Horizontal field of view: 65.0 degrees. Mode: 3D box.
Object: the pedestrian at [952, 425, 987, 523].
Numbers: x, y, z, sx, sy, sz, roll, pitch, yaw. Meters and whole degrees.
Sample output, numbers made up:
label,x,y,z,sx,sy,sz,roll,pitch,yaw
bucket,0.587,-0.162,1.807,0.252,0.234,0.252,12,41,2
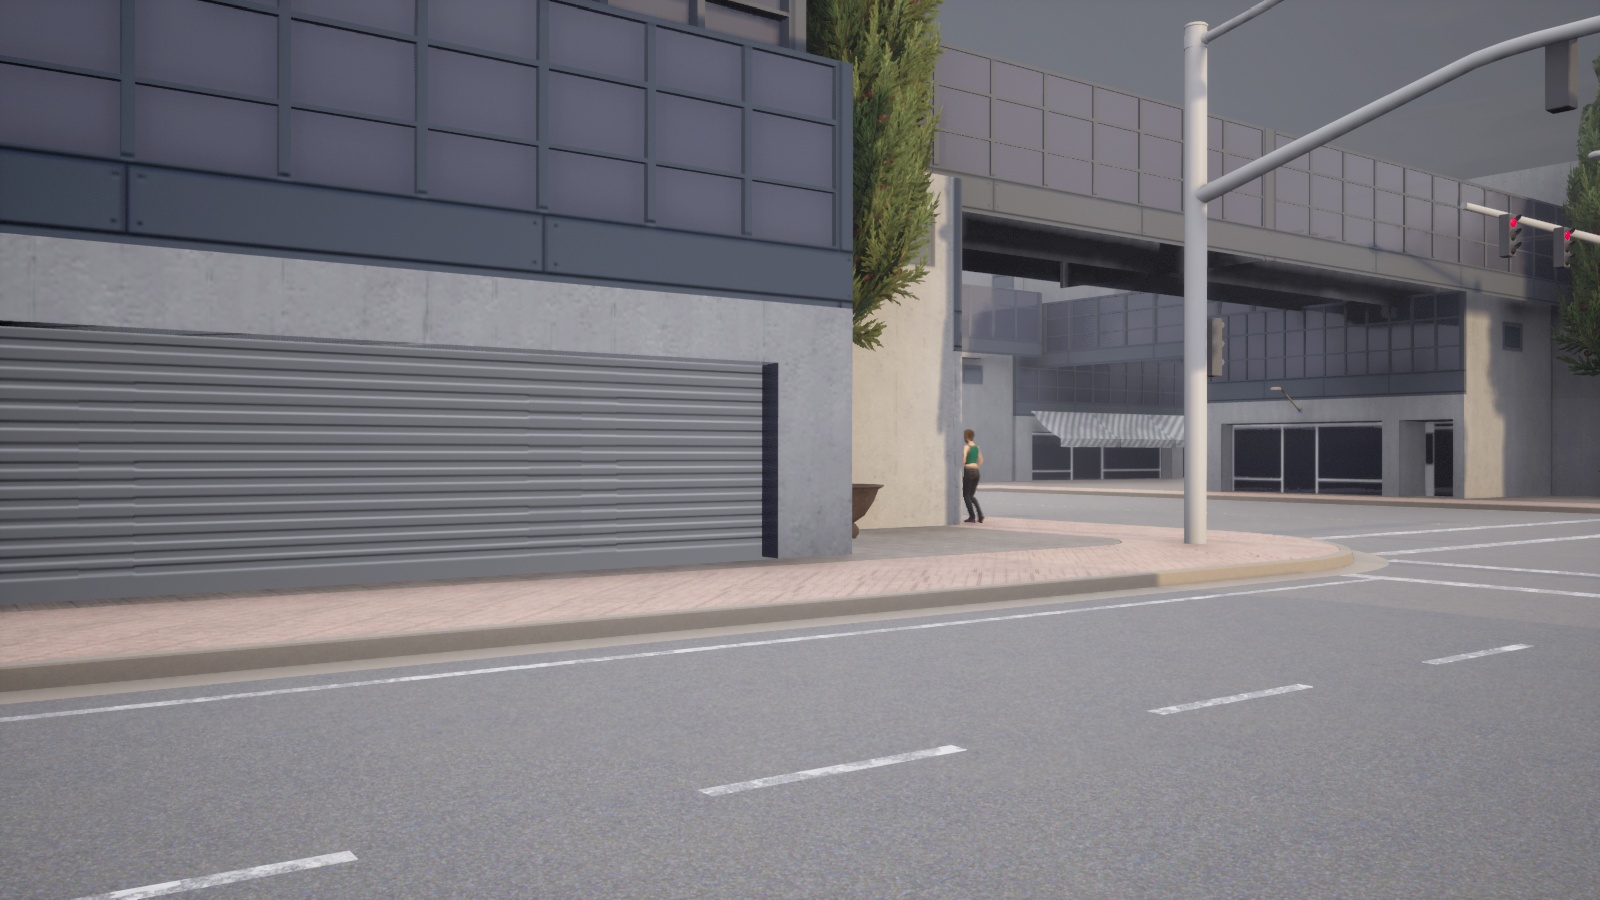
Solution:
label,x,y,z,sx,sy,sz,roll,pitch,yaw
pedestrian,3.256,0.455,24.075,0.345,1.836,0.594,0,0,-36
